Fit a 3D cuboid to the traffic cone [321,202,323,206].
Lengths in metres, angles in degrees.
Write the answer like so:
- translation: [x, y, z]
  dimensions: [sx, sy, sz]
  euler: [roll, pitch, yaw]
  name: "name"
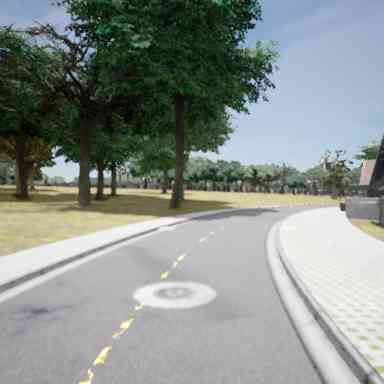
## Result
- translation: [21.286, 1.945, 54.304]
  dimensions: [0.340, 0.580, 0.340]
  euler: [1, -1, -41]
  name: "traffic cone"
